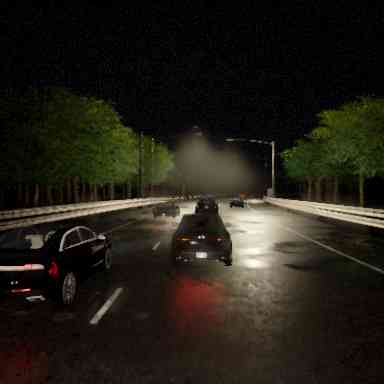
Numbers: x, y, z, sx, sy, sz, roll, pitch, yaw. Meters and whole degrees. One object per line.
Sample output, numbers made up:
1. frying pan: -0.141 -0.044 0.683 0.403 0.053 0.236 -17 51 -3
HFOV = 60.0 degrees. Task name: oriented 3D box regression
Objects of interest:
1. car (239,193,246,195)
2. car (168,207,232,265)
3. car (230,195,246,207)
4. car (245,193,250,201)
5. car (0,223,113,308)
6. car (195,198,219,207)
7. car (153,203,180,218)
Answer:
1. car: 9.812 1.539 69.772 1.994 1.385 4.181 0 0 10
2. car: 0.337 1.506 11.657 1.837 1.490 4.892 0 0 2
3. car: 6.807 1.543 50.440 1.994 1.385 4.181 0 0 8
4. car: 13.344 1.204 87.083 2.150 2.045 5.566 0 0 13
5. car: -3.267 1.489 7.909 2.128 1.511 4.902 0 0 1
6. car: 1.441 1.351 31.243 2.097 1.767 4.553 0 0 4
7. car: -2.193 1.596 29.876 1.895 1.301 4.718 0 0 4
